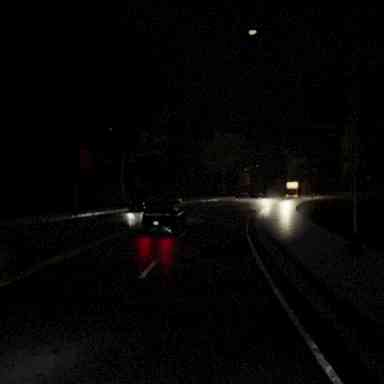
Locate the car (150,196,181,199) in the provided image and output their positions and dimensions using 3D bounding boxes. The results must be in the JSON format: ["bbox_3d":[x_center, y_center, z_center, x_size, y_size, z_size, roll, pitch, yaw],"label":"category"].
[{"bbox_3d":[-2.095,1.284,34.001,2.128,1.511,4.902,0,0,14],"label":"car"}]

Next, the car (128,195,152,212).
[{"bbox_3d":[-5.034,1.149,35.528,2.097,1.767,4.553,0,0,15],"label":"car"}]

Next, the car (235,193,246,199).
[{"bbox_3d":[11.257,0.886,73.531,1.895,1.301,4.718,-1,1,31],"label":"car"}]

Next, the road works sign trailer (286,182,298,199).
[{"bbox_3d":[21.876,-0.411,72.230,2.380,3.560,2.880,-1,1,36],"label":"road works sign trailer"}]

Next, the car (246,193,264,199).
[{"bbox_3d":[13.968,0.863,71.736,1.895,1.301,4.718,-1,1,31],"label":"car"}]

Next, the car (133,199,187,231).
[{"bbox_3d":[-1.502,1.373,19.558,2.128,1.511,4.902,0,0,8],"label":"car"}]
